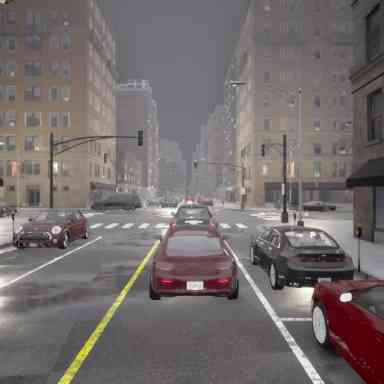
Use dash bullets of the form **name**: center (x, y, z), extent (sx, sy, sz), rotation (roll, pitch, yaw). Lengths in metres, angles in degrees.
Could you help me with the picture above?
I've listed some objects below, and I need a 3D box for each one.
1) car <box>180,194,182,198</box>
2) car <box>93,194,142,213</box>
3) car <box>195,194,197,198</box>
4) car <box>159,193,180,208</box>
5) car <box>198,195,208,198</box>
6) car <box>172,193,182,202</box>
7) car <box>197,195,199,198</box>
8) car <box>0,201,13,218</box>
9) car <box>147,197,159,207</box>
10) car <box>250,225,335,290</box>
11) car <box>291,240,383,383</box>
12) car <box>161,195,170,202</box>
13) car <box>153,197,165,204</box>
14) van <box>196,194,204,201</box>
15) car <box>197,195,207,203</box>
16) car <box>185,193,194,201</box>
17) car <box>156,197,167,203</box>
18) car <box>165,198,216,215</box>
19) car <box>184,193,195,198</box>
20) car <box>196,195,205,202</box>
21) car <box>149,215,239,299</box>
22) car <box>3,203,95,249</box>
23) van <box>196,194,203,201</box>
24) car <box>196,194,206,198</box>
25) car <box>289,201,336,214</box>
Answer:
- **car**: center (-3.440, 1.604, 67.366), extent (1.812, 1.442, 4.674), rotation (0, 0, 0)
- **car**: center (-8.333, 1.241, 37.067), extent (5.566, 2.045, 2.150), rotation (0, 0, 0)
- **car**: center (2.232, 1.399, 69.296), extent (2.192, 1.841, 5.009), rotation (0, 0, -1)
- **car**: center (-3.277, 1.390, 48.565), extent (2.097, 1.767, 4.553), rotation (0, 0, -1)
- **car**: center (2.424, 1.590, 52.775), extent (1.887, 1.381, 4.507), rotation (0, 0, -1)
- **car**: center (-3.541, 1.336, 77.897), extent (2.150, 2.045, 5.566), rotation (0, 0, -1)
- **car**: center (2.360, 1.622, 58.282), extent (1.947, 1.339, 4.313), rotation (0, 0, -1)
- **car**: center (-17.352, 1.253, 27.051), extent (4.553, 1.767, 2.097), rotation (0, 0, 0)
- **car**: center (-6.100, 1.596, 52.680), extent (2.008, 1.369, 4.403), rotation (0, 0, -1)
- **car**: center (2.656, 1.553, 8.849), extent (2.008, 1.369, 4.403), rotation (0, 0, 0)
- **car**: center (2.669, 1.545, 3.358), extent (1.887, 1.381, 4.507), rotation (0, 0, 0)
- **car**: center (-6.421, 1.559, 80.219), extent (1.967, 1.590, 4.097), rotation (0, 0, -1)
- **car**: center (-6.229, 1.613, 63.695), extent (1.887, 1.381, 4.507), rotation (0, 0, -1)
- **van**: center (2.040, 1.481, 85.817), extent (1.690, 1.788, 3.998), rotation (0, 0, -1)
- **car**: center (2.167, 1.541, 74.803), extent (1.967, 1.590, 4.097), rotation (0, 0, -1)
- **car**: center (-0.684, 1.383, 90.220), extent (2.150, 2.045, 5.566), rotation (0, 0, -1)
- **car**: center (-6.294, 1.665, 69.202), extent (1.802, 1.307, 4.206), rotation (0, 0, -1)
- **car**: center (0.064, 1.358, 15.690), extent (2.097, 1.767, 4.553), rotation (0, 0, 0)
- **car**: center (-0.519, 1.330, 76.169), extent (2.150, 2.045, 5.566), rotation (0, 0, -1)
- **car**: center (2.103, 1.560, 80.309), extent (1.967, 1.590, 4.097), rotation (0, 0, -1)
- **car**: center (0.018, 1.528, 8.319), extent (1.812, 1.442, 4.674), rotation (0, 0, -1)
- **car**: center (-5.881, 1.445, 14.318), extent (1.967, 1.590, 4.097), rotation (0, 0, 0)
- **van**: center (1.975, 1.504, 91.323), extent (1.690, 1.788, 3.998), rotation (0, 0, -1)
- **car**: center (2.294, 1.595, 63.959), extent (1.752, 1.417, 4.829), rotation (0, 0, -1)
- **car**: center (13.448, 1.718, 37.249), extent (4.718, 1.301, 1.895), rotation (0, 0, 0)
